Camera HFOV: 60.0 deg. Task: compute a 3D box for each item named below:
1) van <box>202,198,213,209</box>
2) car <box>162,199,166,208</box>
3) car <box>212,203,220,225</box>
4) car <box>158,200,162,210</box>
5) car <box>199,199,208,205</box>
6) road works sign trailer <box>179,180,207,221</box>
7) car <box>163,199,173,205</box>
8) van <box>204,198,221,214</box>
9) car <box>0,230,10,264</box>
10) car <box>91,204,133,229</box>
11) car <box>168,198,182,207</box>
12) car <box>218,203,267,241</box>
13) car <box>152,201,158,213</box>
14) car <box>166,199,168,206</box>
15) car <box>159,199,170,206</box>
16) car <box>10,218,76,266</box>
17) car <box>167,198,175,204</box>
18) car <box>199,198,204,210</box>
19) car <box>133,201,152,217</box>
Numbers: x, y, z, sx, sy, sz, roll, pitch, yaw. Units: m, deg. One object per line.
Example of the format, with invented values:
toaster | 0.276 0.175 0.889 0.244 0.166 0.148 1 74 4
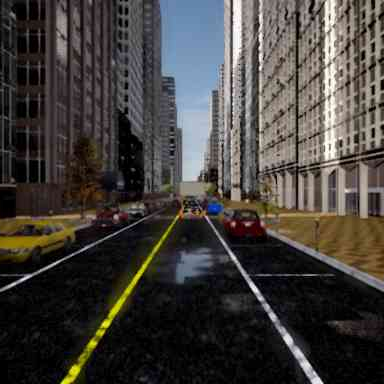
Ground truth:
van | 2.667 1.899 57.621 1.690 1.788 3.998 -1 -1 0
car | -5.711 2.054 51.934 2.008 1.369 4.403 -1 -1 0
car | 2.678 1.756 23.689 1.752 1.417 4.829 -1 -1 0
car | -5.708 1.993 46.251 1.887 1.381 4.507 -1 -1 0
car | 2.664 2.328 80.353 2.008 1.369 4.403 -1 -1 0
road works sign trailer | 0.013 0.755 29.952 2.380 3.560 2.880 0 -1 0
car | -5.717 2.328 80.350 2.008 1.369 4.403 -1 -1 0
van | 2.672 1.735 40.571 1.690 1.788 3.998 -1 -1 0
car | -5.699 1.504 6.468 1.967 1.590 4.097 -1 -1 0
car | -5.704 1.668 23.518 1.967 1.590 4.097 -1 -1 0
car | -3.031 2.110 65.317 1.882 1.535 5.008 0 -1 0
car | 2.678 1.614 17.837 1.967 1.590 4.097 -1 -1 0
car | -5.707 1.959 40.567 1.947 1.339 4.313 -1 -1 0
car | -5.711 2.140 57.617 1.802 1.307 4.206 -1 -1 0
car | -5.715 2.218 68.984 2.008 1.369 4.403 -1 -1 0
car | -5.700 1.642 11.981 1.752 1.417 4.829 -1 -1 0
car | -5.720 2.468 91.717 1.802 1.307 4.206 -1 -1 0
car | 2.668 1.818 51.938 2.192 1.841 5.009 -1 -1 0
car | -5.706 1.889 34.884 2.008 1.369 4.403 -1 -1 0
